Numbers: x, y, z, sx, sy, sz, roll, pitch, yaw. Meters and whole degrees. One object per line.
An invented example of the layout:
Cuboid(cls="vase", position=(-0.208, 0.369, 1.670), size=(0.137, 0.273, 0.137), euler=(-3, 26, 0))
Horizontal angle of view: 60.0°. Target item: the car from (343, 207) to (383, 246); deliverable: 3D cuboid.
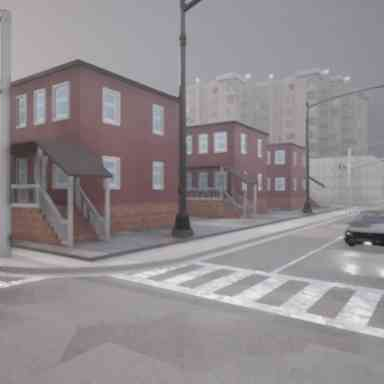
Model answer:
Cuboid(cls="car", position=(8.152, 1.546, 14.681), size=(2.033, 1.411, 5.357), euler=(0, 0, 35))

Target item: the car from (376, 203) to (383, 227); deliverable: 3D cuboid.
Cuboid(cls="car", position=(13.875, 1.524, 22.678), size=(1.812, 1.442, 4.674), euler=(0, 0, 35))
